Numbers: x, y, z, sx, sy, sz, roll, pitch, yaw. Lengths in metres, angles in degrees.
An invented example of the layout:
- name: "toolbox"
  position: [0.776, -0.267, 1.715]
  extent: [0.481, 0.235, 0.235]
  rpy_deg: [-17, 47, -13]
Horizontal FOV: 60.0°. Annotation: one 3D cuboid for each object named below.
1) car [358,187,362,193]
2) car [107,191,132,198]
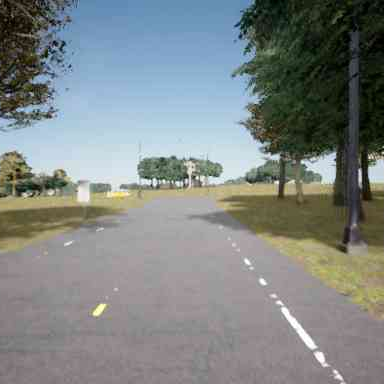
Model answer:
- name: "car"
  position: [37.252, -0.402, 76.907]
  extent: [4.892, 1.490, 1.837]
  rpy_deg: [-2, -1, -1]
- name: "car"
  position: [-15.110, 0.512, 69.143]
  extent: [5.008, 1.535, 1.882]
  rpy_deg: [-1, -1, 0]
